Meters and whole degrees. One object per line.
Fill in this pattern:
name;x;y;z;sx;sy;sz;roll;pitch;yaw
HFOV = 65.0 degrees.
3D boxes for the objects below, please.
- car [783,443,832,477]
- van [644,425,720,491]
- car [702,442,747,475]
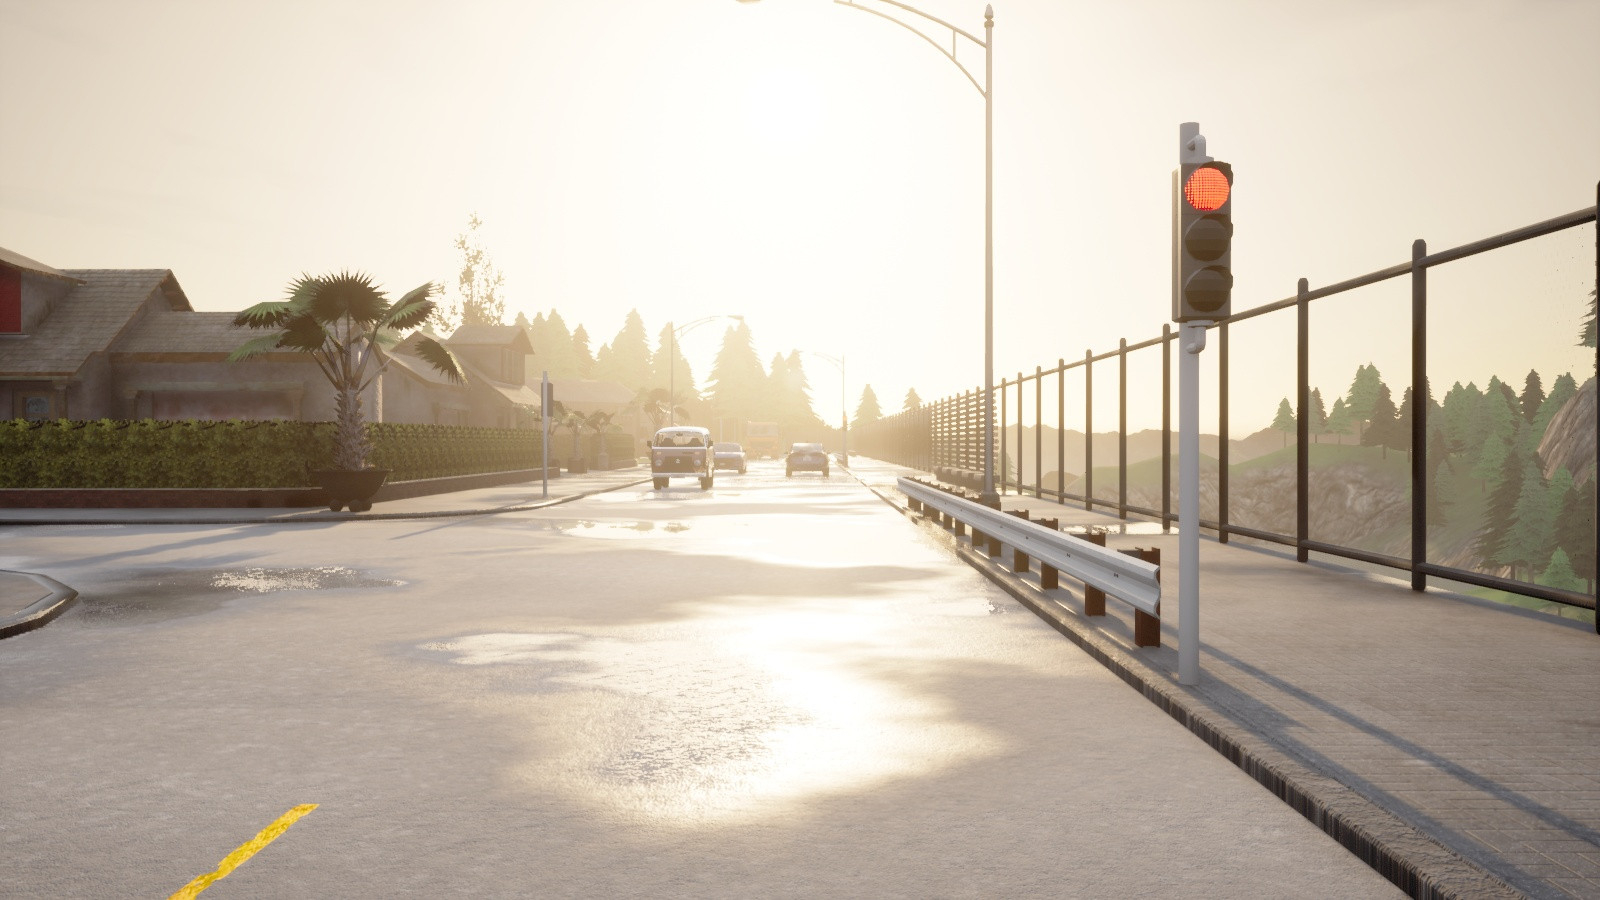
car;0.337;0.424;57.103;2.163;1.488;4.792;0;0;0
van;-3.779;0.236;40.949;2.069;2.038;4.480;0;0;0
car;-3.637;0.375;61.357;1.882;1.535;5.008;0;0;0
